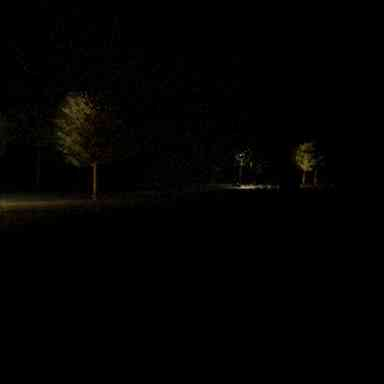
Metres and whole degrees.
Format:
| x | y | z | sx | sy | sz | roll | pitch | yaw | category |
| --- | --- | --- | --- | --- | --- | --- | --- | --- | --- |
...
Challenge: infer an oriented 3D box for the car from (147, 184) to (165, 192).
| x | y | z | sx | sy | sz | roll | pitch | yaw | category |
| --- | --- | --- | --- | --- | --- | --- | --- | --- | --- |
| -9.817 | -1.246 | 91.202 | 2.150 | 2.045 | 5.566 | 4 | 4 | 35 | car |
